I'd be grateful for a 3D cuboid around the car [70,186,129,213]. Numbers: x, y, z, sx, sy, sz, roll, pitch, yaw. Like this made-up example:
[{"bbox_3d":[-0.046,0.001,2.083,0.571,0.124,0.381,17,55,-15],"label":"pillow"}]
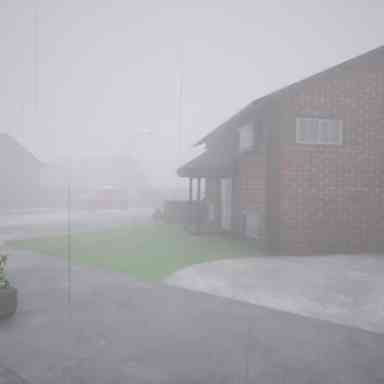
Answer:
[{"bbox_3d":[-8.140,0.732,29.988,2.150,2.045,5.566,1,1,35],"label":"car"}]
